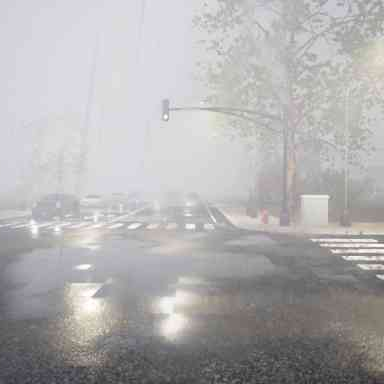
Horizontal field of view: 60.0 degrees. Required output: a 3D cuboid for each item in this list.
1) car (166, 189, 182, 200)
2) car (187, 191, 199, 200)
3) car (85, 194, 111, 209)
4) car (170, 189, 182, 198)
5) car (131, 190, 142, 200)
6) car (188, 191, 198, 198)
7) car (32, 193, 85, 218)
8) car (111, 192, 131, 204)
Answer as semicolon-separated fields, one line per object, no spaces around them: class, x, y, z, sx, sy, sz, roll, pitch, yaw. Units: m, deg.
car;-3.106;0.580;55.431;1.812;1.442;4.674;0;1;1
car;0.144;0.626;55.369;1.994;1.385;4.181;0;1;1
car;-9.893;0.915;33.626;1.812;1.442;4.674;0;1;0
car;-3.014;0.242;65.432;2.097;1.767;4.553;0;1;1
car;-9.631;0.527;56.382;1.837;1.490;4.892;0;2;2
car;0.235;0.460;65.437;1.994;1.385;4.181;0;1;1
car;-9.975;0.881;24.716;2.097;1.767;4.553;0;1;1
car;-9.791;0.748;44.168;1.812;1.442;4.674;0;1;1
